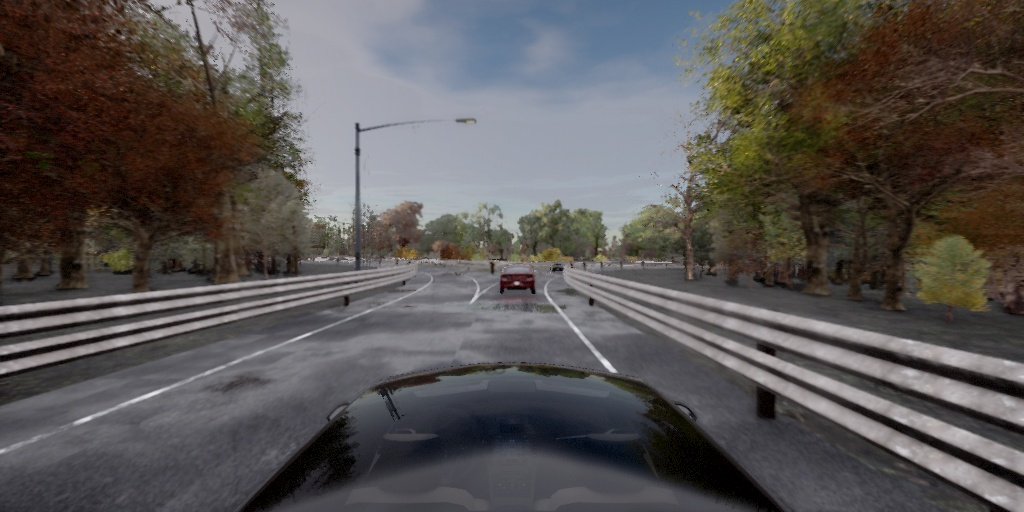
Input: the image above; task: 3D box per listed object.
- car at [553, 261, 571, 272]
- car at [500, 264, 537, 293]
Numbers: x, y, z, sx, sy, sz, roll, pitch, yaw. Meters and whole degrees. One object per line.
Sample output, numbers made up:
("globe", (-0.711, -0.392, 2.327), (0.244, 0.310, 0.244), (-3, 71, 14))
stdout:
("car", (7.015, 1.482, 48.987), (1.837, 1.490, 4.892), (-3, -1, 25))
("car", (0.429, 1.234, 20.752), (1.882, 1.535, 5.008), (-1, 0, 4))
